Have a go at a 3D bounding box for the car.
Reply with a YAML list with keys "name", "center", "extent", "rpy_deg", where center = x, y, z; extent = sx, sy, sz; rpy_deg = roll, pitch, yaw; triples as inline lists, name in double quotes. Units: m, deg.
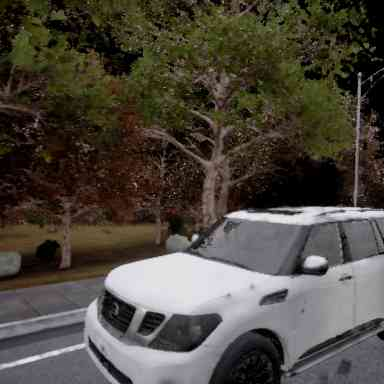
- name: "car"
  center: [1.362, 1.262, 4.973]
  extent: [5.566, 2.045, 2.150]
  rpy_deg: [1, -1, -36]
